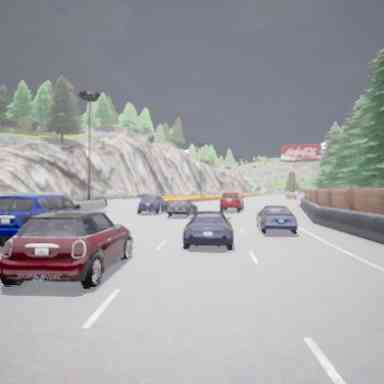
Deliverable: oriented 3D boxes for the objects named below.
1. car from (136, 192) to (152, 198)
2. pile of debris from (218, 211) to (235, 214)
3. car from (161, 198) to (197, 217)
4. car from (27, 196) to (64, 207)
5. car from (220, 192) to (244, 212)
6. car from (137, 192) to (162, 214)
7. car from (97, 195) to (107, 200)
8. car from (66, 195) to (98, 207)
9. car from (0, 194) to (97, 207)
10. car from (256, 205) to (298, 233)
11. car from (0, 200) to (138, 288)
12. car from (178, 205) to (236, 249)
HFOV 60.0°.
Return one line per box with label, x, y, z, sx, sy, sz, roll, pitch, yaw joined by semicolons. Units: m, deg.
car;-11.323;0.725;78.013;1.994;1.385;4.181;0;0;20
pile of debris;3.419;2.001;32.733;1.500;0.140;1.860;0;0;12
car;-0.765;1.374;28.954;2.033;1.411;5.357;0;0;11
car;-19.140;1.248;43.692;1.895;1.301;4.718;0;0;14
car;4.364;1.032;36.055;2.150;2.045;5.566;0;0;14
car;-3.622;1.144;32.251;2.097;1.767;4.553;0;0;11
car;-12.411;1.199;41.729;1.837;1.490;4.892;0;0;14
car;-15.016;1.183;45.545;1.812;1.442;4.674;0;0;16
car;-6.275;1.105;14.287;2.150;2.045;5.566;0;0;5
car;4.727;1.460;18.926;2.033;1.411;5.357;0;0;7
car;-3.116;1.281;9.248;2.097;1.767;4.553;0;0;3
car;0.747;1.484;14.175;1.994;1.385;4.181;0;0;5
